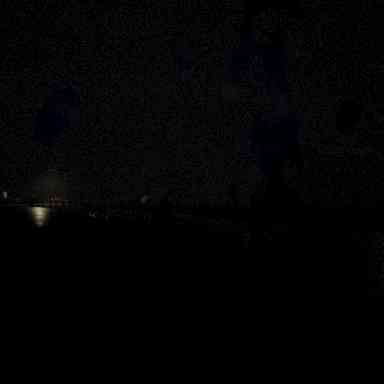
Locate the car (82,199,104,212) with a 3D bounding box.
[{"bbox_3d":[-12.369,1.647,41.683,1.882,1.535,5.008,-1,0,-35],"label":"car"}]
